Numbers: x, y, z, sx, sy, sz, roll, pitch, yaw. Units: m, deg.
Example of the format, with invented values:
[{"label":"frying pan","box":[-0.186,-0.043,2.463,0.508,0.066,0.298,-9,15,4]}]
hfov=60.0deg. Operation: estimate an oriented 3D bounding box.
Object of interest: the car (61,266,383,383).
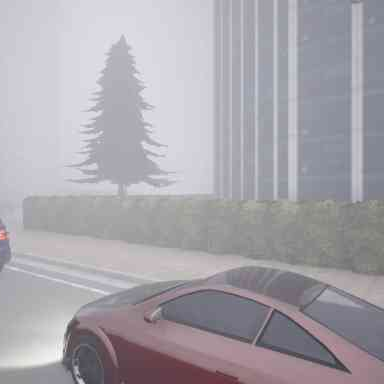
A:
[{"label":"car","box":[0.457,1.564,3.667,4.181,1.385,1.994,0,0,35]}]

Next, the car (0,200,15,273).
[{"label":"car","box":[-7.153,1.221,9.060,5.566,2.045,2.150,0,0,35]}]

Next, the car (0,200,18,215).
[{"label":"car","box":[-20.361,1.560,33.239,1.837,1.490,4.892,0,0,35]}]
